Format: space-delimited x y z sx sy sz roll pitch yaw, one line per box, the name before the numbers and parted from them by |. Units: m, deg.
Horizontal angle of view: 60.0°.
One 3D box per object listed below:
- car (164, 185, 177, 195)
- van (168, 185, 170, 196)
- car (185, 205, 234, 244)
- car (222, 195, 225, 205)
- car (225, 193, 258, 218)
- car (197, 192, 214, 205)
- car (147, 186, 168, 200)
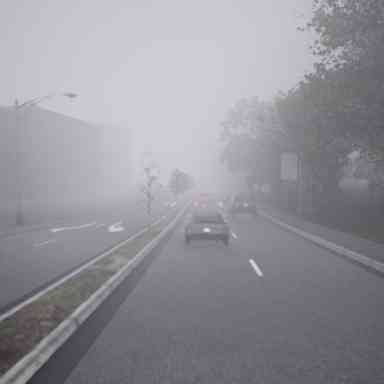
car | -4.925 -0.514 77.155 2.435 2.045 5.566 1 2 3
van | -5.706 0.050 60.455 1.878 1.987 4.442 1 2 3
car | 0.702 1.570 15.939 1.994 1.385 4.181 1 0 2
car | 5.028 0.973 44.922 1.895 1.301 4.718 1 2 2
car | 4.379 1.071 29.126 2.150 2.045 5.566 1 2 2
car | 1.770 0.775 42.283 2.097 1.767 4.553 1 2 2
car | -5.960 0.194 55.005 2.435 2.045 5.566 1 2 3
